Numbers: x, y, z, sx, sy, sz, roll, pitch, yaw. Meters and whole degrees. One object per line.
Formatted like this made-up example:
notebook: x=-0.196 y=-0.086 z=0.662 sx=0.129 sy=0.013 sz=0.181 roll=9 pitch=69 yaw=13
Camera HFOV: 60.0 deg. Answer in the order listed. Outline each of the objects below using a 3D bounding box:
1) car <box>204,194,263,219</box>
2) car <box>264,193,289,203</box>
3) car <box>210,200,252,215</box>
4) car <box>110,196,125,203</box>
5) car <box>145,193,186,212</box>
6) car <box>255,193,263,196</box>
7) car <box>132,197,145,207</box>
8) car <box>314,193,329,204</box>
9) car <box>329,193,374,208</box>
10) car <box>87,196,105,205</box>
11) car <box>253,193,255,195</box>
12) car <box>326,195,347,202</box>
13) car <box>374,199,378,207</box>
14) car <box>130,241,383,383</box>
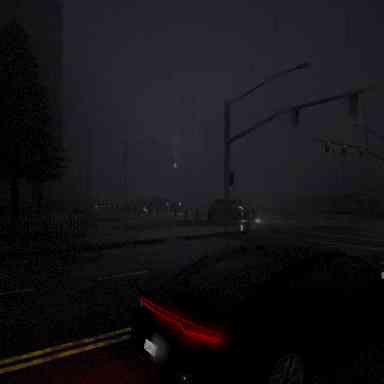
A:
car: x=3.522 y=1.352 z=28.986 sx=2.097 sy=1.767 sz=4.553 roll=0 pitch=0 yaw=-36
car: x=16.283 y=1.395 z=63.207 sx=1.970 sy=1.475 sz=3.806 roll=0 pitch=0 yaw=-35
car: x=3.991 y=1.562 z=34.337 sx=1.994 sy=1.385 sz=4.181 roll=0 pitch=0 yaw=-36
car: x=-14.788 y=1.505 z=66.878 sx=1.837 sy=1.490 sz=4.892 roll=0 pitch=0 yaw=-35
car: x=-3.124 y=1.353 z=38.257 sx=2.097 sy=1.767 sz=4.553 roll=0 pitch=0 yaw=-36
car: x=14.586 y=1.364 z=80.534 sx=1.784 sy=1.438 sz=3.905 roll=0 pitch=0 yaw=-35
car: x=-7.336 y=1.477 z=50.162 sx=1.882 sy=1.535 sz=5.008 roll=0 pitch=0 yaw=-35
car: x=29.998 y=1.153 z=73.077 sx=1.932 sy=1.855 sz=4.605 roll=0 pitch=0 yaw=-35
car: x=21.815 y=1.153 z=45.773 sx=1.932 sy=1.855 sz=4.605 roll=0 pitch=0 yaw=-35
car: x=-16.479 y=1.493 z=57.029 sx=2.128 sy=1.511 sz=4.902 roll=0 pitch=0 yaw=-35
car: x=12.227 y=1.395 z=78.856 sx=1.970 sy=1.475 sz=3.806 roll=0 pitch=0 yaw=-35
car: x=32.395 y=1.364 z=74.704 sx=1.784 sy=1.438 sz=3.905 roll=0 pitch=0 yaw=-35
car: x=24.205 y=1.156 z=47.406 sx=1.905 sy=1.878 sz=3.866 roll=0 pitch=0 yaw=-35
car: x=1.587 y=1.478 z=4.927 sx=5.008 sy=1.535 sz=1.882 roll=0 pitch=0 yaw=-35
